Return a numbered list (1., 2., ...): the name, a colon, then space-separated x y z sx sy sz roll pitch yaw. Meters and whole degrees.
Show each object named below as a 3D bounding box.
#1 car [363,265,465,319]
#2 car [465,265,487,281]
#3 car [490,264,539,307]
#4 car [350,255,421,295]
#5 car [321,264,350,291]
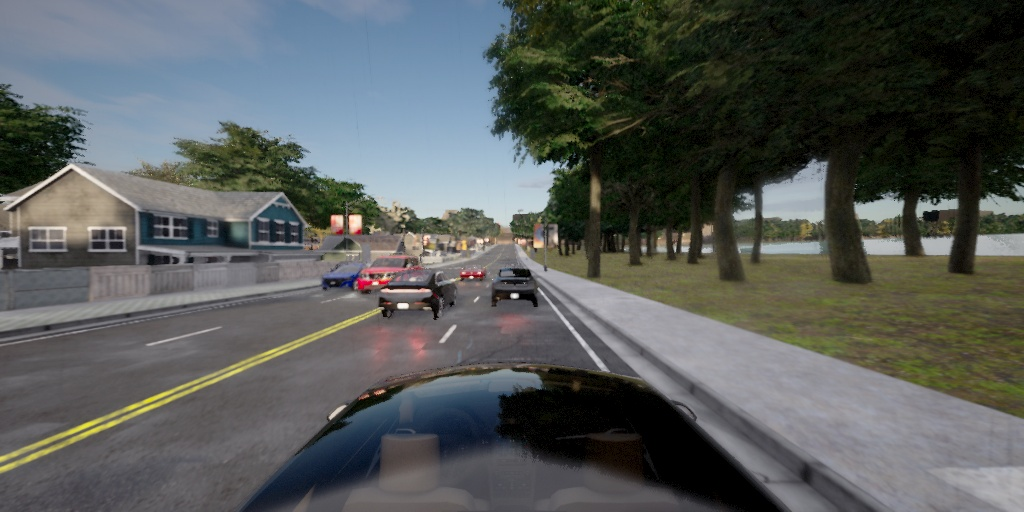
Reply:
1. car: -3.147 1.230 12.771 2.128 1.511 4.902 0 0 0
2. car: -3.150 1.383 30.122 1.895 1.301 4.718 0 0 0
3. car: 0.103 1.243 15.531 1.837 1.490 4.892 0 -1 0
4. car: -6.571 0.973 20.057 2.150 2.045 5.566 0 0 0
5. car: -9.806 1.233 22.177 1.882 1.535 5.008 0 -1 0
